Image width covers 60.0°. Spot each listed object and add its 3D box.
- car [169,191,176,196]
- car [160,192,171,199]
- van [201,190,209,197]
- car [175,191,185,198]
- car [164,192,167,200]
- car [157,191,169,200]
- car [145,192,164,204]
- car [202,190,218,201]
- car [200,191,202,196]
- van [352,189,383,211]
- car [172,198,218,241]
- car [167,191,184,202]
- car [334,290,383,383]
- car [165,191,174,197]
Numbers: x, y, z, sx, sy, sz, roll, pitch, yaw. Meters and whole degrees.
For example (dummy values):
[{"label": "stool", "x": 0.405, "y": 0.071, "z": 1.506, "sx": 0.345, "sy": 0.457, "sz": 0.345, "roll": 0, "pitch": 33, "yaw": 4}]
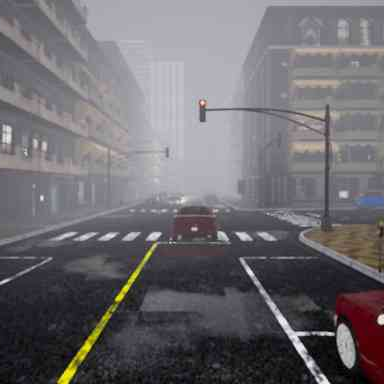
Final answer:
[{"label": "car", "x": -5.280, "y": 0.445, "z": 90.337, "sx": 1.802, "sy": 1.307, "sz": 4.206, "roll": -1, "pitch": 1, "yaw": 0}, {"label": "car", "x": -5.384, "y": 0.711, "z": 68.227, "sx": 1.802, "sy": 1.307, "sz": 4.206, "roll": -1, "pitch": 1, "yaw": 0}, {"label": "van", "x": 3.046, "y": 0.337, "z": 79.234, "sx": 1.690, "sy": 1.788, "sz": 3.998, "roll": -1, "pitch": 1, "yaw": 0}, {"label": "car", "x": -2.670, "y": 0.563, "z": 71.997, "sx": 1.994, "sy": 1.385, "sz": 4.181, "roll": 0, "pitch": 1, "yaw": 0}, {"label": "car", "x": -5.461, "y": 0.900, "z": 51.644, "sx": 1.947, "sy": 1.339, "sz": 4.313, "roll": 0, "pitch": 1, "yaw": 0}, {"label": "car", "x": -5.411, "y": 0.637, "z": 62.698, "sx": 1.967, "sy": 1.590, "sz": 4.097, "roll": -1, "pitch": 1, "yaw": 0}, {"label": "car", "x": -5.486, "y": 0.953, "z": 46.117, "sx": 2.008, "sy": 1.369, "sz": 4.403, "roll": 0, "pitch": 1, "yaw": 0}, {"label": "car", "x": 2.918, "y": 0.775, "z": 51.599, "sx": 1.967, "sy": 1.590, "sz": 4.097, "roll": -1, "pitch": 1, "yaw": 0}, {"label": "car", "x": 2.997, "y": 0.681, "z": 68.182, "sx": 2.008, "sy": 1.369, "sz": 4.403, "roll": -1, "pitch": 1, "yaw": 0}, {"label": "van", "x": 15.768, "y": 0.665, "z": 28.107, "sx": 3.998, "sy": 1.788, "sz": 1.690, "roll": -1, "pitch": 2, "yaw": -1}, {"label": "car", "x": 0.127, "y": 1.271, "z": 15.512, "sx": 1.882, "sy": 1.535, "sz": 5.008, "roll": 0, "pitch": 1, "yaw": 1}, {"label": "car", "x": -2.818, "y": 0.832, "z": 55.616, "sx": 2.033, "sy": 1.411, "sz": 5.357, "roll": 0, "pitch": 1, "yaw": 1}, {"label": "car", "x": 2.691, "y": 1.508, "z": 2.605, "sx": 1.887, "sy": 1.381, "sz": 4.507, "roll": 0, "pitch": 1, "yaw": 0}, {"label": "car", "x": -5.333, "y": 0.522, "z": 79.111, "sx": 1.752, "sy": 1.417, "sz": 4.829, "roll": -1, "pitch": 1, "yaw": 0}]
